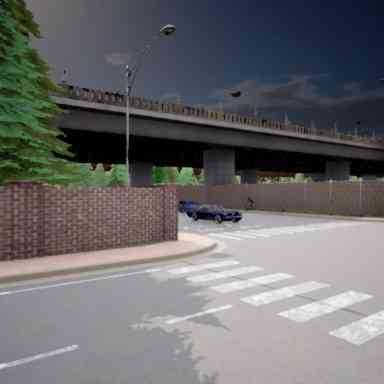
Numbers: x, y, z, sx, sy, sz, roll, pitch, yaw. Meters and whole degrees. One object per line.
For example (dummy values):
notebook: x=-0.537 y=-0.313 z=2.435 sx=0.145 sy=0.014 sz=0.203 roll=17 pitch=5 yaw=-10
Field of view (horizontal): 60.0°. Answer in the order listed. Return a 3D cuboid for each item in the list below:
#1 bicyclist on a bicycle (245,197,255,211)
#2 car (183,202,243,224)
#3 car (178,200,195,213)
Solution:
bicyclist on a bicycle: x=6.517 y=1.350 z=37.395 sx=1.656 sy=1.620 sz=0.582 roll=0 pitch=0 yaw=-35
car: x=1.648 y=1.653 z=25.271 sx=1.895 sy=1.301 sz=4.718 roll=0 pitch=0 yaw=-35
car: x=-0.681 y=1.577 z=34.957 sx=1.812 sy=1.442 sz=4.674 roll=0 pitch=0 yaw=-35
